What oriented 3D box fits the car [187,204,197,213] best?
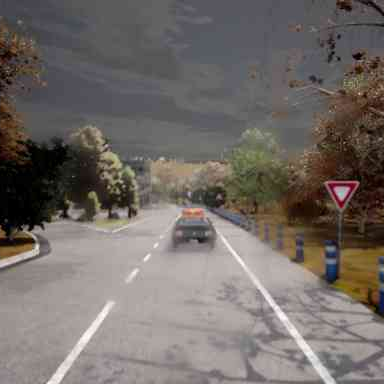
[{"bbox_3d":[-0.004,2.922,60.478,1.837,1.490,4.892,0,-1,0],"label":"car"}]

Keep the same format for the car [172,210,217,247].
[{"bbox_3d":[0.095,1.774,15.929,1.895,1.301,4.718,0,-1,0],"label":"car"}]

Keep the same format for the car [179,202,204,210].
[{"bbox_3d":[0.091,1.912,32.228,2.097,1.767,4.553,0,-2,0],"label":"car"}]
